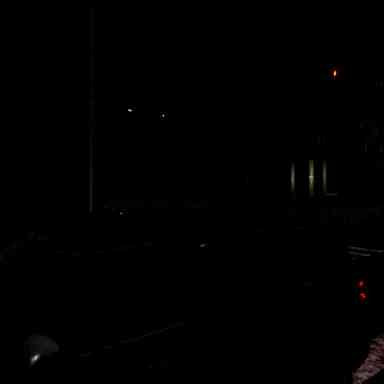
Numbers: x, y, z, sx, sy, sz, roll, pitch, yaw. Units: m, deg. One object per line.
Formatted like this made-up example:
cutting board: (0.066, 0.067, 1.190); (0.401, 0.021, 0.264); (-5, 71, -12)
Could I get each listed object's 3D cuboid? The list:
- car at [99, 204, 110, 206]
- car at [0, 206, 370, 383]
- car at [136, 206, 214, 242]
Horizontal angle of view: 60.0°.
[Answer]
car: (-6.993, 1.608, 25.548); (1.895, 1.301, 4.718); (0, 0, -36)
car: (-0.675, 1.221, 2.898); (5.566, 2.045, 2.150); (0, 0, -35)
car: (-1.066, 1.530, 17.339); (1.812, 1.442, 4.674); (0, 0, -36)
